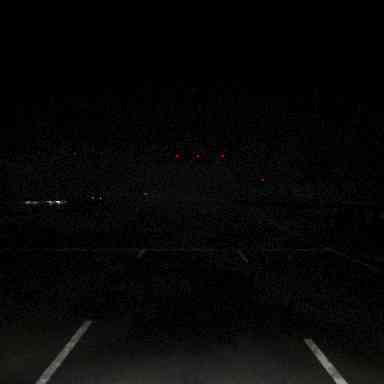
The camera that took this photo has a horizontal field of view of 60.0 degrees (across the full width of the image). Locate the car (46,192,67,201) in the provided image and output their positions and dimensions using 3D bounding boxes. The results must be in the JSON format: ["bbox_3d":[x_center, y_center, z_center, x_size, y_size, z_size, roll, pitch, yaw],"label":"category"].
[{"bbox_3d":[-24.707,0.967,61.748,1.812,1.442,4.674,0,1,0],"label":"car"}]

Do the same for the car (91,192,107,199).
[{"bbox_3d":[-21.540,0.786,77.800,1.837,1.490,4.892,0,1,-3],"label":"car"}]

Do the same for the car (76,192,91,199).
[{"bbox_3d":[-24.970,0.835,76.898,2.033,1.411,5.357,0,1,-3],"label":"car"}]

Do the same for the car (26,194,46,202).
[{"bbox_3d":[-28.200,0.998,60.742,2.033,1.411,5.357,0,1,0],"label":"car"}]

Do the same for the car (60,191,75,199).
[{"bbox_3d":[-28.423,0.658,76.117,2.097,1.767,4.553,0,1,-3],"label":"car"}]

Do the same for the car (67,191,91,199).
[{"bbox_3d":[-21.210,0.784,62.707,2.097,1.767,4.553,0,1,0],"label":"car"}]
